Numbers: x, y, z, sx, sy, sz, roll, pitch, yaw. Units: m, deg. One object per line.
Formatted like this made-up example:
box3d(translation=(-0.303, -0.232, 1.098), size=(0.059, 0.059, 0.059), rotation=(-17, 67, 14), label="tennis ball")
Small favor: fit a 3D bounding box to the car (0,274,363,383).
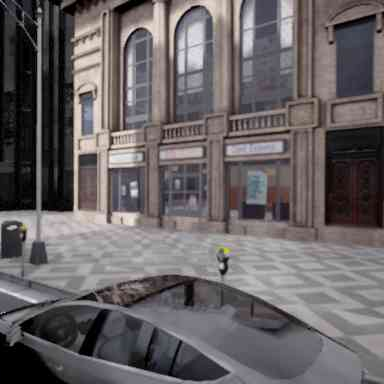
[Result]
box3d(translation=(-0.608, 1.560, 3.396), size=(4.313, 1.339, 1.947), rotation=(0, 0, 36), label="car")
